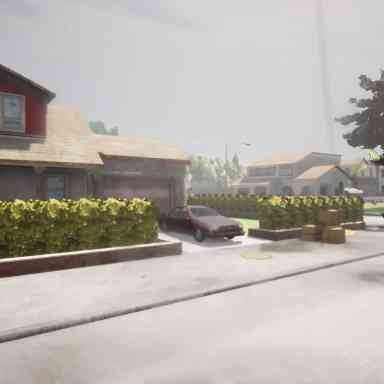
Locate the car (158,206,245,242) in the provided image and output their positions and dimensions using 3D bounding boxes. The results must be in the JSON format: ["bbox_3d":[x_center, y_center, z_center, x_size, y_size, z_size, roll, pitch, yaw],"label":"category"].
[{"bbox_3d":[0.086,1.356,15.477,2.033,1.415,5.357,0,0,-33],"label":"car"}]
